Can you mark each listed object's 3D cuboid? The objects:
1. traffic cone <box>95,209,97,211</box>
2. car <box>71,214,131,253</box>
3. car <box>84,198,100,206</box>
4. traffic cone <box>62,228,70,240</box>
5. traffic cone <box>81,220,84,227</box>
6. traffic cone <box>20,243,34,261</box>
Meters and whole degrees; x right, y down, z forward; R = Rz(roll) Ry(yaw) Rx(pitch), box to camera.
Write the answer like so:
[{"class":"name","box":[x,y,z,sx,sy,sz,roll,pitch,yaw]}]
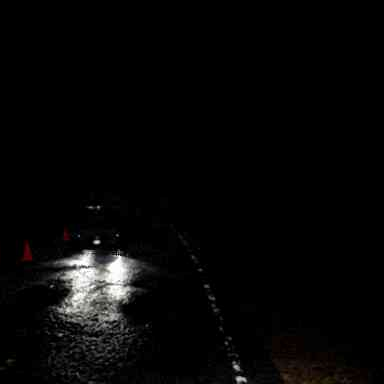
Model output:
[{"class":"traffic cone","box":[-8.822,2.129,30.704,0.340,0.580,0.340,0,0,-13]},{"class":"car","box":[-3.679,1.644,14.078,1.994,1.385,4.181,0,0,-7]},{"class":"car","box":[-18.982,1.911,62.930,2.033,1.411,5.357,0,0,-33]},{"class":"traffic cone","box":[-6.181,2.048,16.221,0.340,0.580,0.340,0,0,-7]},{"class":"traffic cone","box":[-6.899,2.075,21.078,0.340,0.580,0.340,0,0,-9]},{"class":"traffic cone","box":[-5.626,2.020,11.344,0.340,0.580,0.340,0,0,-6]}]
